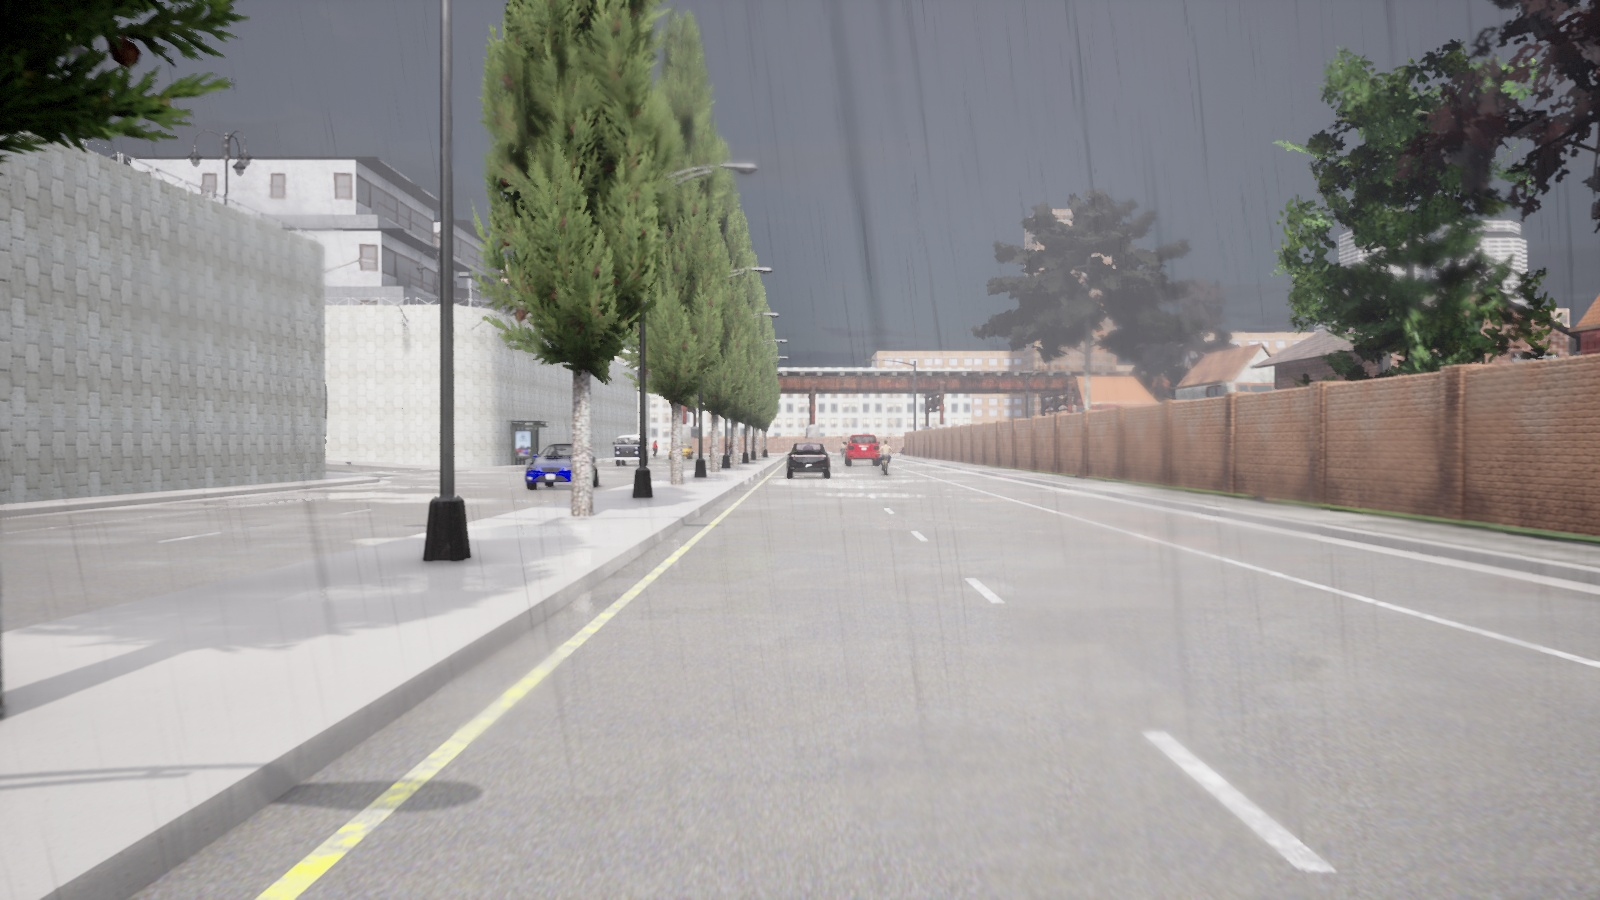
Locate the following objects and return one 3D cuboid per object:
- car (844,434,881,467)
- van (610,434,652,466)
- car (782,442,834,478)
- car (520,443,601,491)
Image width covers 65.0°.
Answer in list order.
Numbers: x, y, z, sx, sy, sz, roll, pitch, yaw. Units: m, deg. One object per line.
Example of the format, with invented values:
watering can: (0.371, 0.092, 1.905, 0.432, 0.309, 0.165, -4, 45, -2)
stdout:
car: (4.025, 0.007, 81.588, 2.150, 2.045, 5.566, 0, 0, 0)
van: (-10.974, -0.001, 81.745, 2.069, 2.038, 4.480, 0, 0, 0)
car: (0.353, 0.396, 54.297, 2.128, 1.511, 4.902, 0, 0, 0)
car: (-7.730, 0.523, 40.848, 1.816, 1.474, 4.193, 0, 0, 0)
